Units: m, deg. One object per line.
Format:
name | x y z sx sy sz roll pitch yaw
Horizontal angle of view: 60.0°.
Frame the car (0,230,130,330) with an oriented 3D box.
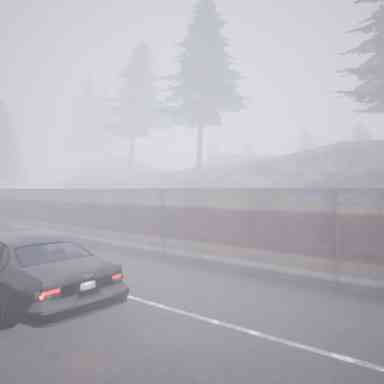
car | -3.615 1.525 6.883 5.357 1.411 2.033 0 0 39
